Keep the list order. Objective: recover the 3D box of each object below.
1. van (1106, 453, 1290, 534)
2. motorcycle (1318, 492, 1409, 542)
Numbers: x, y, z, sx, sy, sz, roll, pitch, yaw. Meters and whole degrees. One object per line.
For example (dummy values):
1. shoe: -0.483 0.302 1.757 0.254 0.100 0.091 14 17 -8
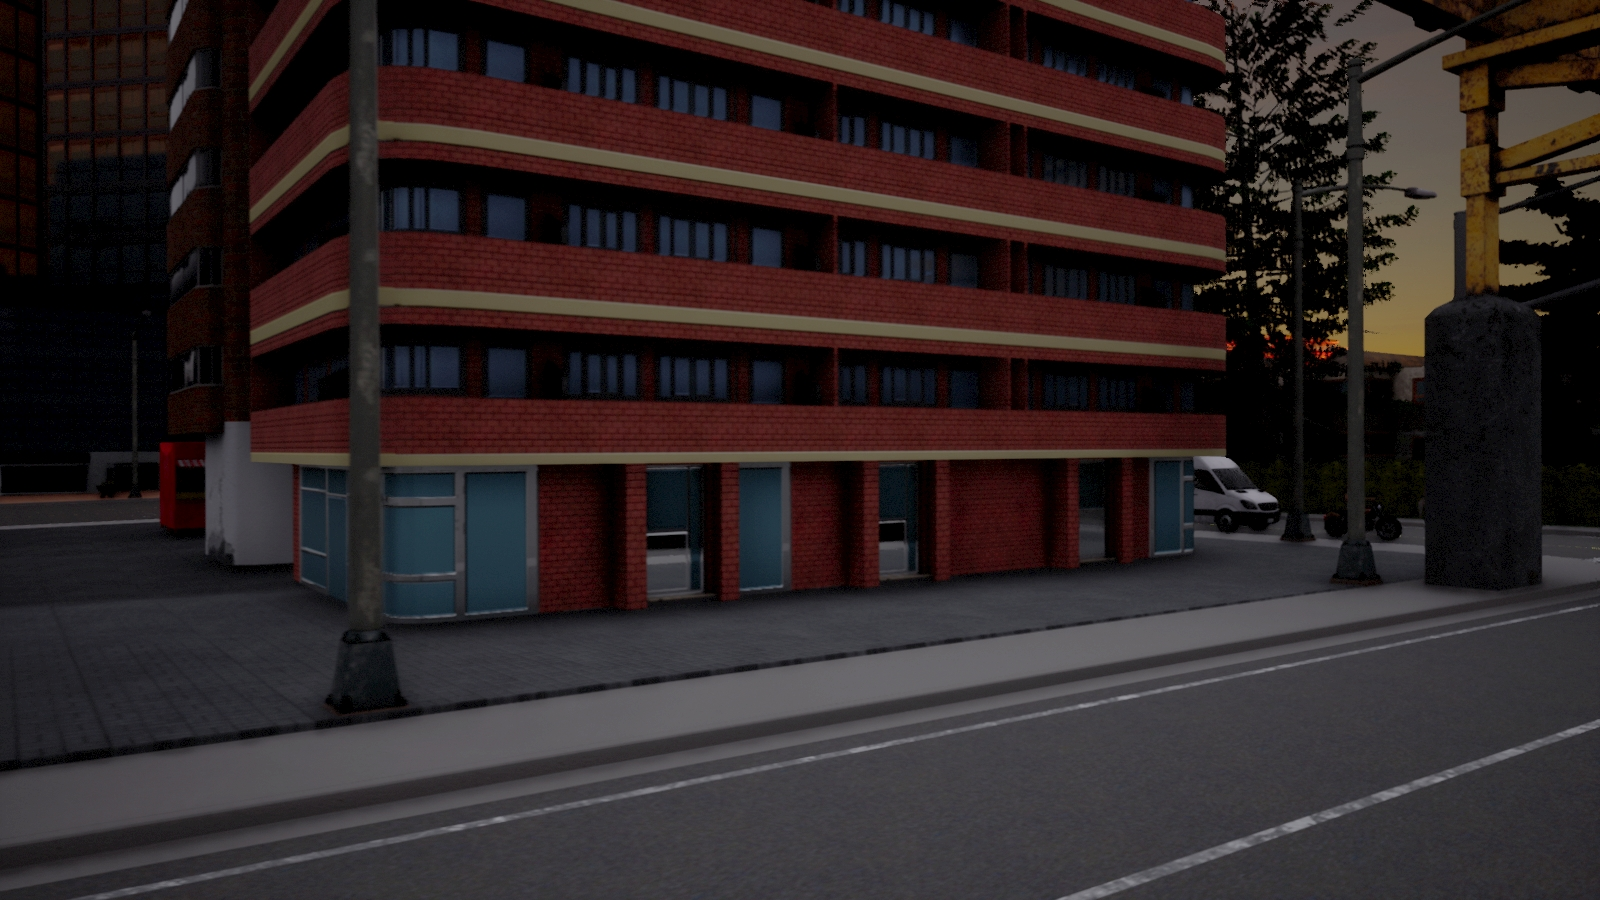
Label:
1. van: 13.500 1.379 39.190 1.988 2.561 5.915 0 0 -35
2. motorcycle: 16.889 1.987 34.311 0.764 1.332 2.356 0 0 -35
